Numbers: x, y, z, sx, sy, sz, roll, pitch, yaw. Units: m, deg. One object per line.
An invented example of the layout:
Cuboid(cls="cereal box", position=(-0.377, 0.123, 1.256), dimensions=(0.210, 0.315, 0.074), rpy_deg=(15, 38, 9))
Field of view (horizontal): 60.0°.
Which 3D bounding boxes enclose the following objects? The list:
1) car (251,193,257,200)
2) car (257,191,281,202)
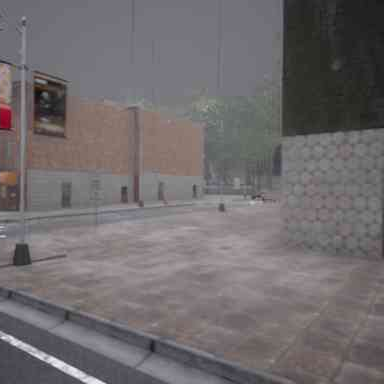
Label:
Cuboid(cls="car", position=(9.862, 0.473, 46.096), dimensions=(1.895, 1.301, 4.718), rpy_deg=(1, 2, 36))
Cuboid(cls="car", position=(10.401, 0.537, 42.127), dimensions=(1.994, 1.385, 4.181), rpy_deg=(1, 2, 37))
